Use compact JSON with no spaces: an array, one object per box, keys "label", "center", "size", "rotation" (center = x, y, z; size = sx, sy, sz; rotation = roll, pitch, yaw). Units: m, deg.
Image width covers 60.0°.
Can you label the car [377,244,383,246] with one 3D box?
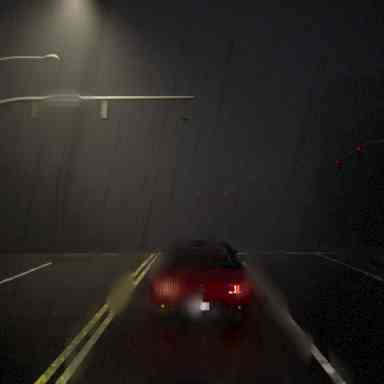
[{"label":"car","center":[17.319,4.594,26.729],"size":[4.902,1.511,2.128],"rotation":[4,-10,1]}]

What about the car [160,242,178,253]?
[{"label":"car","center":[-2.906,7.137,42.876],"size":[1.895,1.301,4.718],"rotation":[0,-10,1]}]

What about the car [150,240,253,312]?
[{"label":"car","center":[0.197,1.830,8.190],"size":[1.895,1.301,4.718],"rotation":[0,-2,1]}]
